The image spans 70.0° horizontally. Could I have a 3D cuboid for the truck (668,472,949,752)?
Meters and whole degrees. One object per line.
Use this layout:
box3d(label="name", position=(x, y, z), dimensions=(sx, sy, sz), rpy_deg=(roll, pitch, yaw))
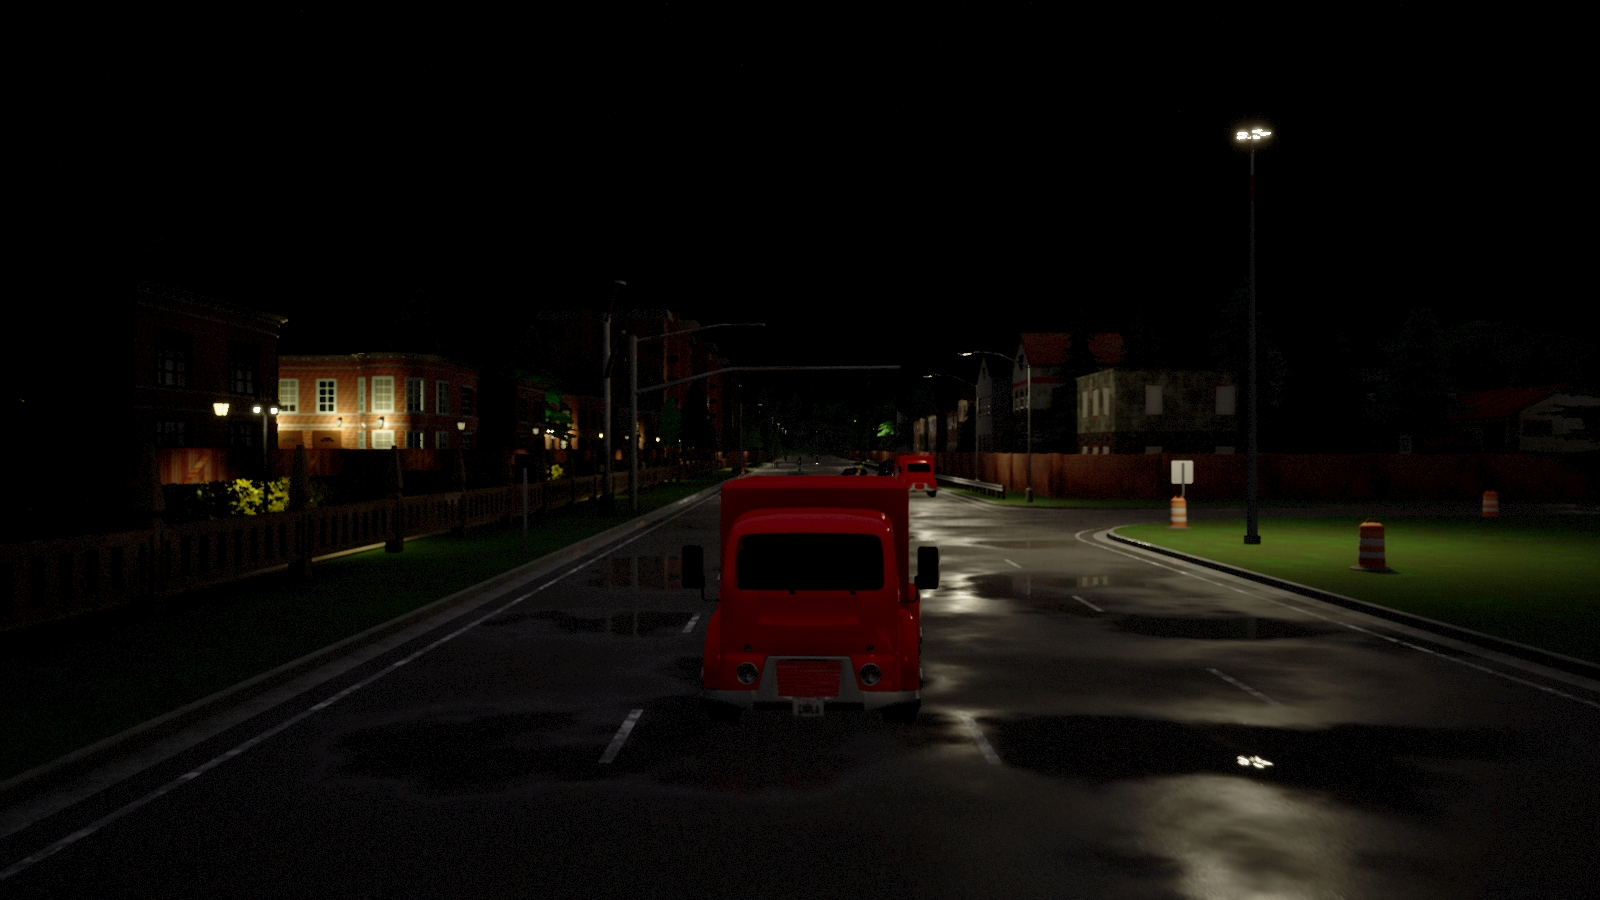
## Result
box3d(label="truck", position=(0.186, 1.563, 13.279), dimensions=(2.627, 2.467, 5.204), rpy_deg=(0, 0, 2))
